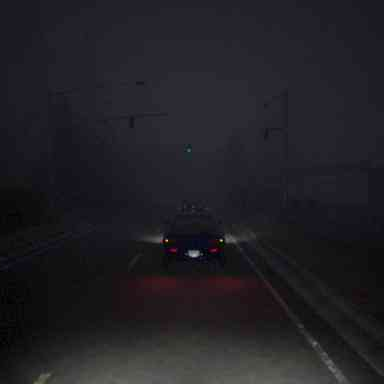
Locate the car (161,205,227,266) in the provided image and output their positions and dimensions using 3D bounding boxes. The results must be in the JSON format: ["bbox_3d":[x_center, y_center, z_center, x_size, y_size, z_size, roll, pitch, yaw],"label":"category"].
[{"bbox_3d":[0.063,1.362,10.795,1.812,1.442,4.674,0,1,0],"label":"car"}]

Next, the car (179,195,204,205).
[{"bbox_3d":[0.078,1.169,28.822,1.895,1.301,4.718,0,1,0],"label":"car"}]

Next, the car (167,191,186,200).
[{"bbox_3d":[-2.640,0.641,57.766,1.837,1.490,4.892,-1,1,23],"label":"car"}]
